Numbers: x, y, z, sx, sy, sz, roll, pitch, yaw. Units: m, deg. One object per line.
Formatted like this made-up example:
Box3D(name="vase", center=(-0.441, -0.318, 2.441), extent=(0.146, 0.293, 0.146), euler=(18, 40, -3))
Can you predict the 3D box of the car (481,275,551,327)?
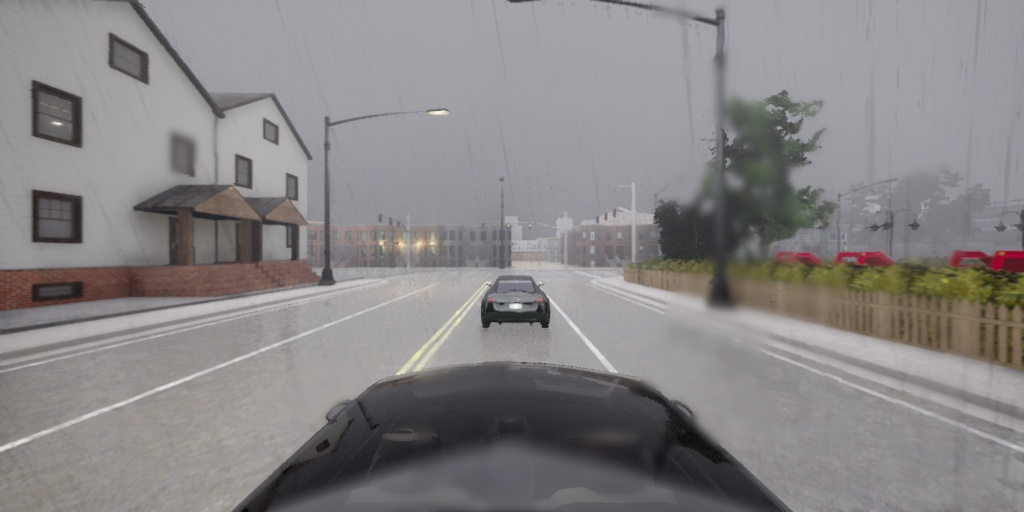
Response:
Box3D(name="car", center=(0.099, 1.300, 11.472), extent=(1.994, 1.385, 4.181), euler=(0, 0, 0))
